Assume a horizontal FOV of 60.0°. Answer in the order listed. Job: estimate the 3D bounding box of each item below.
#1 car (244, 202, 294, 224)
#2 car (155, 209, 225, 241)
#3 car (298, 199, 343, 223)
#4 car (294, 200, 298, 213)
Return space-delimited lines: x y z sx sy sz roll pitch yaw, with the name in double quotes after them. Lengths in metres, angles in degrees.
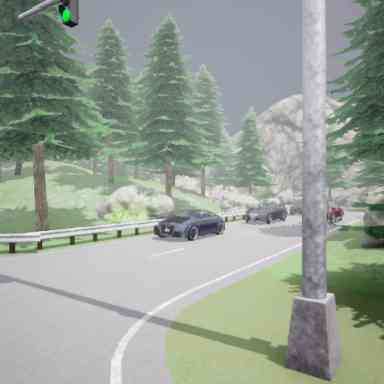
5.663 1.514 25.200 2.128 1.511 4.902 0 0 35 "car"
-0.008 1.586 17.031 1.994 1.385 4.181 0 0 35 "car"
9.913 1.317 25.012 2.097 1.767 4.553 0 0 35 "car"
11.275 1.528 33.738 1.837 1.490 4.892 0 0 28 "car"
